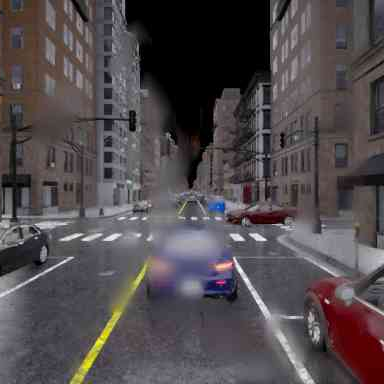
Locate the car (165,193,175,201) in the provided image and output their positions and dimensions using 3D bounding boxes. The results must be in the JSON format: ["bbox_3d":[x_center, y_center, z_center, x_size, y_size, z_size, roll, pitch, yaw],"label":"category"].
[{"bbox_3d":[-5.295,1.291,81.525,2.192,1.841,5.009,0,0,0],"label":"car"}]

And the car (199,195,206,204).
[{"bbox_3d":[2.704,1.575,58.795,1.802,1.307,4.206,0,0,0],"label":"car"}]

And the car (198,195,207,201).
[{"bbox_3d":[2.737,1.522,87.201,2.008,1.369,4.403,0,0,0],"label":"car"}]

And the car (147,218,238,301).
[{"bbox_3d":[0.013,1.526,8.220,1.812,1.442,4.674,0,0,0],"label":"car"}]

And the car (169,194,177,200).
[{"bbox_3d":[-5.282,1.408,92.889,1.967,1.590,4.097,0,0,0],"label":"car"}]

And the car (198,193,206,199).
[{"bbox_3d":[2.711,1.304,64.477,2.192,1.841,5.009,0,0,0],"label":"car"}]

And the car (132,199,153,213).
[{"bbox_3d":[-5.348,1.549,36.071,2.008,1.369,4.403,0,0,0],"label":"car"}]

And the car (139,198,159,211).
[{"bbox_3d":[-5.341,1.542,41.752,1.887,1.381,4.507,0,0,0],"label":"car"}]

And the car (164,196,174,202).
[{"bbox_3d":[-5.302,1.546,75.844,1.947,1.339,4.313,0,0,0],"label":"car"}]

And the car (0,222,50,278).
[{"bbox_3d":[-5.378,1.551,8.989,2.008,1.369,4.403,0,0,0],"label":"car"}]

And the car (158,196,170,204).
[{"bbox_3d":[-5.314,1.555,64.480,1.947,1.339,4.313,0,0,0],"label":"car"}]

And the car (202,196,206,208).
[{"bbox_3d":[2.691,1.579,47.432,1.802,1.307,4.206,0,0,0],"label":"car"}]

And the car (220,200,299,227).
[{"bbox_3d":[4.756,1.513,22.632,5.008,1.535,1.882,0,0,-14],"label":"car"}]

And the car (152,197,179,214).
[{"bbox_3d":[-2.809,1.562,35.963,1.994,1.385,4.181,0,0,0],"label":"car"}]

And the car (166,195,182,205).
[{"bbox_3d":[-2.797,1.502,46.091,1.837,1.490,4.892,0,0,0],"label":"car"}]

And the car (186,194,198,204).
[{"bbox_3d":[0.126,1.535,65.820,2.033,1.411,5.357,0,0,0],"label":"car"}]

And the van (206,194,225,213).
[{"bbox_3d":[2.678,1.339,36.070,1.690,1.788,3.998,0,0,0],"label":"van"}]

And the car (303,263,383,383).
[{"bbox_3d":[2.640,1.440,3.470,1.967,1.590,4.097,0,0,0],"label":"car"}]

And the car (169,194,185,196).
[{"bbox_3d":[-2.771,1.558,56.998,1.994,1.385,4.181,0,0,0],"label":"car"}]
